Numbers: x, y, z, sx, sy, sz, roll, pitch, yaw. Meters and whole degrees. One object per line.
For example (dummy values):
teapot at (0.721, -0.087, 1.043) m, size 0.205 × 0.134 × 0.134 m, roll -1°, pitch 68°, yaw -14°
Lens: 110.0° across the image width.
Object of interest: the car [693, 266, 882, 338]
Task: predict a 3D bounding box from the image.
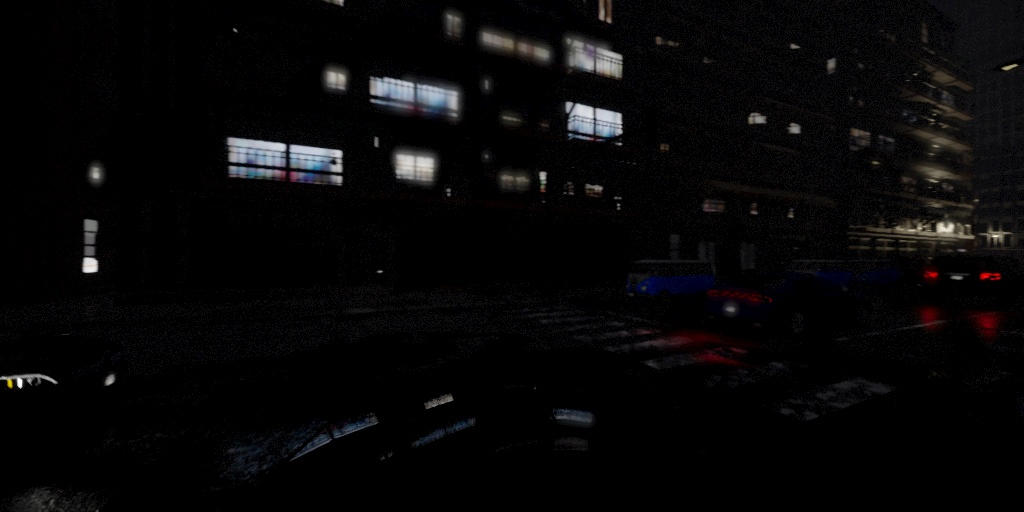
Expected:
car at (7.668, 1.182, 9.908) m, size 5.008 × 1.535 × 1.882 m, roll 0°, pitch 0°, yaw -24°

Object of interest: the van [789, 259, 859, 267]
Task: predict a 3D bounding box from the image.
van at (17.010, 1.086, 19.931) m, size 3.998 × 1.789 × 1.690 m, roll 0°, pitch 0°, yaw -24°

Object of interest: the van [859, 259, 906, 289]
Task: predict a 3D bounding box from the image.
van at (22.155, 1.108, 22.241) m, size 3.998 × 1.789 × 1.690 m, roll 0°, pitch 0°, yaw -24°

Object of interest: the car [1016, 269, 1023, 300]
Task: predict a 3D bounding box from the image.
car at (20.393, 1.281, 12.812) m, size 4.829 × 1.417 × 1.751 m, roll 0°, pitch 0°, yaw -24°

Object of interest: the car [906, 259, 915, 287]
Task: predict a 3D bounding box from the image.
car at (27.301, 1.106, 24.551) m, size 5.009 × 1.841 × 2.192 m, roll 0°, pitch 0°, yaw -24°

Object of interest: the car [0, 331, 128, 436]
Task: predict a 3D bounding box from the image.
car at (-6.945, 1.184, 3.351) m, size 4.674 × 1.442 × 1.812 m, roll 1°, pitch 0°, yaw -24°

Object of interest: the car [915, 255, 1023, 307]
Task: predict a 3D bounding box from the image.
car at (20.561, 0.995, 15.691) m, size 5.566 × 2.045 × 2.150 m, roll 0°, pitch 0°, yaw -24°

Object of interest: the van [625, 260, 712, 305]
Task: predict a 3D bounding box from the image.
van at (6.718, 1.041, 15.311) m, size 3.998 × 1.789 × 1.690 m, roll 0°, pitch 0°, yaw -24°
